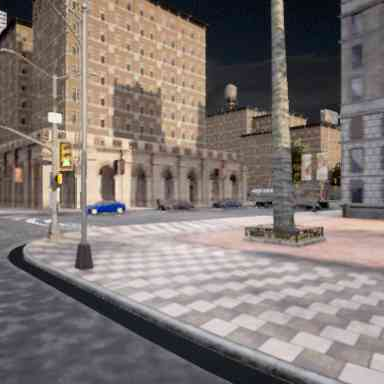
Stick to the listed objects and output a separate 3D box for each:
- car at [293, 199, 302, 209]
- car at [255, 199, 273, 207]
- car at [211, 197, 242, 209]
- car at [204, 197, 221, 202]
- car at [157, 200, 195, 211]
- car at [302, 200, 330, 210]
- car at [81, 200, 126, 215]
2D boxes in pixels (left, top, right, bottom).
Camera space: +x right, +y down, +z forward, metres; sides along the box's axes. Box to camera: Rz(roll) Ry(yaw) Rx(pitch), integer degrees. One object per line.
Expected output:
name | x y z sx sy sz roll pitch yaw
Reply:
car | 15.732 1.783 50.605 4.181 1.385 1.994 0 0 -43
car | 13.035 1.850 57.889 4.718 1.301 1.895 0 0 -43
car | 5.399 1.764 50.768 5.357 1.411 2.033 0 0 -43
car | 5.712 1.985 92.139 1.895 1.301 4.718 0 0 -43
car | -2.029 1.733 43.862 5.357 1.411 2.033 0 0 -43
car | 18.191 1.773 48.112 4.181 1.385 1.994 0 0 -43
car | -9.704 1.630 36.732 5.008 1.535 1.882 0 0 -43
